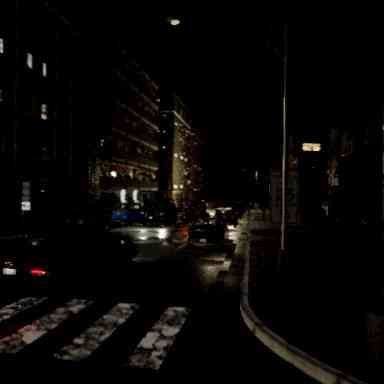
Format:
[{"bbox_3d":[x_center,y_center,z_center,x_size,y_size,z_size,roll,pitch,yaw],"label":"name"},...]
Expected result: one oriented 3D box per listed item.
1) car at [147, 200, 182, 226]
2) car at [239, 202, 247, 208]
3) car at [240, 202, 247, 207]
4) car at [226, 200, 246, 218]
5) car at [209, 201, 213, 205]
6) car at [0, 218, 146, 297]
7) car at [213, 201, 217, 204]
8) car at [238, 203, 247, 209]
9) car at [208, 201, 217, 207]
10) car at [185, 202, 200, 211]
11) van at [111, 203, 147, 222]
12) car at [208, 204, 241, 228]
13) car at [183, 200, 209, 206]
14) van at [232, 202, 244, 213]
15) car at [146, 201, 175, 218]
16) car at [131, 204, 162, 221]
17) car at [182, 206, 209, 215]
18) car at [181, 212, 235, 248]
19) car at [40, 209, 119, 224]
[{"bbox_3d":[-2.777,1.735,28.940,2.150,2.045,5.566,1,-1,10],"label":"car"},{"bbox_3d":[13.055,3.379,85.222,1.947,1.339,4.313,0,-1,10],"label":"car"},{"bbox_3d":[14.031,3.496,90.714,1.947,1.339,4.313,0,-1,10],"label":"car"},{"bbox_3d":[4.629,2.105,37.647,2.192,1.841,5.009,0,-1,10],"label":"car"},{"bbox_3d":[3.004,2.935,76.378,1.967,1.590,4.097,0,-1,10],"label":"car"},{"bbox_3d":[-3.169,1.678,9.057,2.033,1.411,5.357,1,-1,10],"label":"car"},{"bbox_3d":[4.799,3.237,86.469,1.752,1.417,4.829,0,-1,10],"label":"car"},{"bbox_3d":[12.112,3.256,79.731,2.008,1.369,4.403,0,-1,10],"label":"car"},{"bbox_3d":[5.805,3.272,92.130,1.967,1.590,4.097,0,-1,10],"label":"car"},{"bbox_3d":[0.166,2.592,60.410,1.967,1.590,4.097,0,-1,10],"label":"car"},{"bbox_3d":[-5.512,1.803,28.477,1.690,1.788,3.998,0,-1,10],"label":"van"},{"bbox_3d":[2.737,2.000,26.999,1.967,1.590,4.097,0,-1,10],"label":"car"},{"bbox_3d":[0.663,2.142,47.758,2.150,2.045,5.566,1,-1,10],"label":"car"},{"bbox_3d":[7.468,2.476,53.614,1.690,1.788,3.998,0,-1,10],"label":"van"},{"bbox_3d":[-3.619,2.008,39.123,2.192,1.841,5.009,0,-1,10],"label":"car"},{"bbox_3d":[-4.565,2.017,33.797,1.967,1.590,4.097,0,-1,10],"label":"car"},{"bbox_3d":[0.424,2.168,29.270,1.895,1.301,4.718,1,-1,10],"label":"car"},{"bbox_3d":[0.846,1.880,16.352,2.008,1.369,4.403,0,-1,10],"label":"car"},{"bbox_3d":[-5.323,1.695,14.651,2.128,1.511,4.902,1,-1,10],"label":"car"}]
